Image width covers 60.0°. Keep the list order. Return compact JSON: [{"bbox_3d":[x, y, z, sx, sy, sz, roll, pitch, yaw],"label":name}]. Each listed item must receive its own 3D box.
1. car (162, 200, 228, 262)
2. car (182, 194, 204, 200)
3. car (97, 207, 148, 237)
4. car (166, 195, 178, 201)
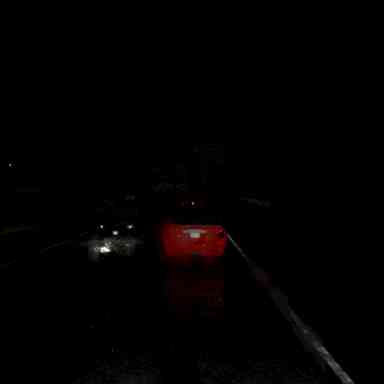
[{"bbox_3d":[0.094,1.350,12.307,2.097,1.767,4.553,0,0,0],"label":"car"},{"bbox_3d":[0.098,1.171,35.005,2.150,2.045,5.566,0,0,0],"label":"car"},{"bbox_3d":[-3.602,1.542,18.293,2.033,1.411,5.357,0,0,0],"label":"car"},{"bbox_3d":[-3.549,1.270,60.110,1.882,1.535,5.008,0,1,1],"label":"car"}]
